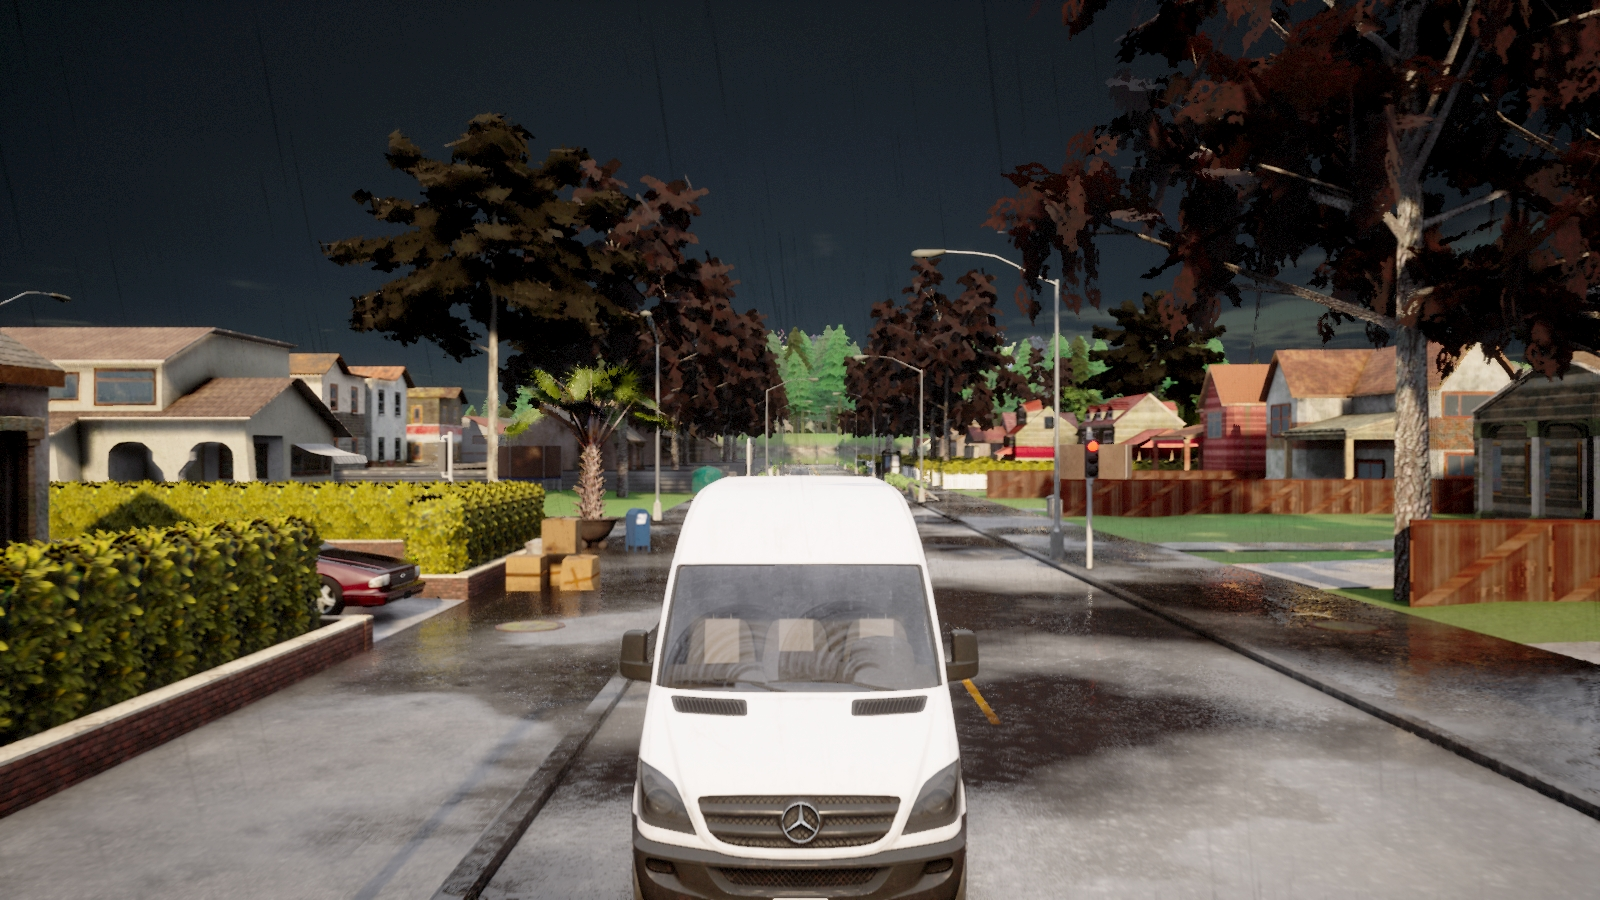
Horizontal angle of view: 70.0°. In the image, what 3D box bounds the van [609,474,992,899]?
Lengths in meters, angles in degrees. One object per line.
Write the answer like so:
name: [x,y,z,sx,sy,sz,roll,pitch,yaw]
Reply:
van: [0.002,1.534,8.898,1.988,2.561,5.915,0,0,0]
